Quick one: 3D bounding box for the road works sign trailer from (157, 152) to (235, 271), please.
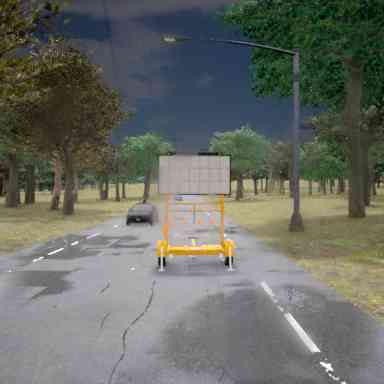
[{"bbox_3d":[0.076,0.500,11.019,2.380,3.560,2.880,0,0,-2],"label":"road works sign trailer"}]

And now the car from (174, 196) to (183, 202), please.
[{"bbox_3d":[-3.427,1.660,84.017,2.128,1.511,4.902,0,0,0],"label":"car"}]

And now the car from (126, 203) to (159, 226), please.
[{"bbox_3d":[-3.580,1.577,24.665,1.882,1.535,5.008,0,0,0],"label":"car"}]
